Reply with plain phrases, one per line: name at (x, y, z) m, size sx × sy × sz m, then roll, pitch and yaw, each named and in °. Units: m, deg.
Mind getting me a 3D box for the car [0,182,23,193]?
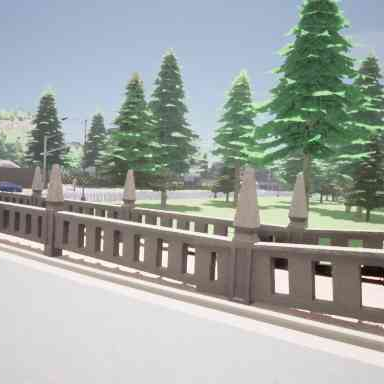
car at (-21.382, -0.402, 36.981) m, size 1.812 × 1.442 × 4.674 m, roll 4°, pitch 3°, yaw 37°
